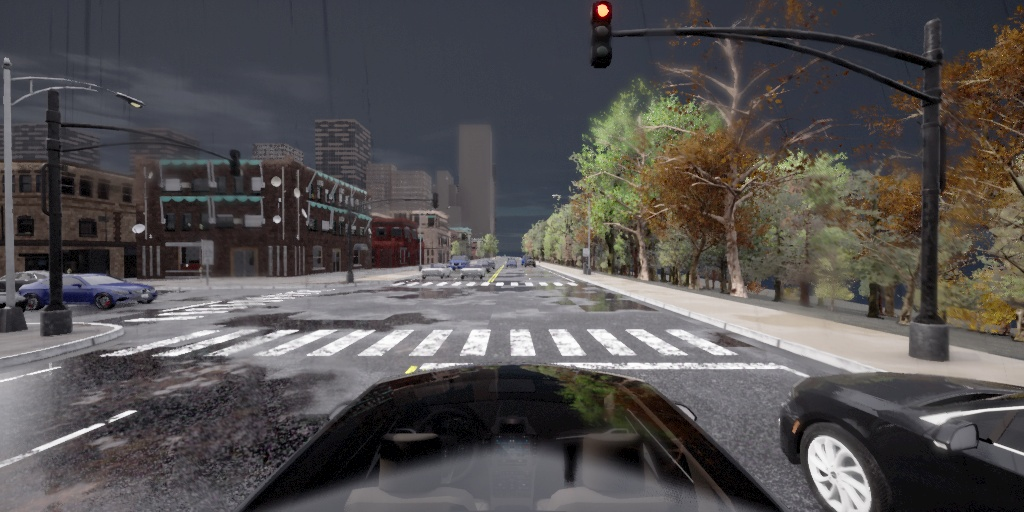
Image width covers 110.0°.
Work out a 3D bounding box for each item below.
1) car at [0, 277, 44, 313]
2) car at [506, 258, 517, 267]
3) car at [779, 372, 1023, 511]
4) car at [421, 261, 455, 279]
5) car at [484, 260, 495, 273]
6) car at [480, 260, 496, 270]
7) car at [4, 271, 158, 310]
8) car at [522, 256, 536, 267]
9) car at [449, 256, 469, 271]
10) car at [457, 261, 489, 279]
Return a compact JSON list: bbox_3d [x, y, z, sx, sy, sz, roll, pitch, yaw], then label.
[{"bbox_3d":[-19.974,1.565,12.606,4.313,1.339,1.948,0,0,0],"label":"car"},{"bbox_3d":[-0.053,1.273,63.930,2.033,1.411,5.357,0,0,0],"label":"car"},{"bbox_3d":[3.366,1.255,1.232,1.837,1.490,4.892,0,0,-2],"label":"car"},{"bbox_3d":[-6.684,1.341,32.030,1.895,1.301,4.718,0,0,0],"label":"car"},{"bbox_3d":[-3.453,1.283,42.745,2.033,1.411,5.357,0,0,0],"label":"car"},{"bbox_3d":[-3.471,1.279,53.452,2.033,1.411,5.357,0,0,0],"label":"car"},{"bbox_3d":[-18.096,1.475,15.346,4.674,1.442,1.812,-1,1,-1],"label":"car"},{"bbox_3d":[3.197,1.231,63.632,1.837,1.490,4.892,0,0,0],"label":"car"},{"bbox_3d":[-6.709,0.956,45.826,2.150,2.045,5.566,0,0,0],"label":"car"},{"bbox_3d":[-3.426,1.341,32.059,1.895,1.301,4.718,0,0,0],"label":"car"}]
